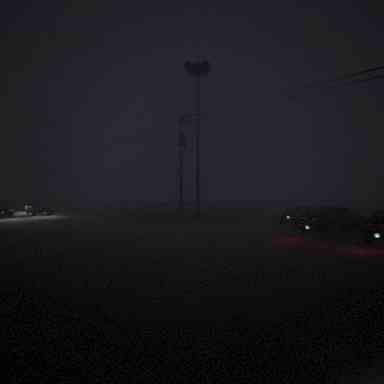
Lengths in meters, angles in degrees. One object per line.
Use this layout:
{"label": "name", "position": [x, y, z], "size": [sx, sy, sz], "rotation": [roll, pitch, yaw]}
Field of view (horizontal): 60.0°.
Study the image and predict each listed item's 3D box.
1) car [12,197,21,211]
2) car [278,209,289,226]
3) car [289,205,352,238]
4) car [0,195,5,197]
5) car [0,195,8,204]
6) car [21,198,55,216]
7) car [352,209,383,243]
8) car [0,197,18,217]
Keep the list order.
{"label": "car", "position": [-20.802, 1.486, 40.801], "size": [2.128, 1.511, 4.902], "rotation": [0, 0, -36]}
{"label": "car", "position": [7.693, 1.548, 22.131], "size": [4.181, 1.385, 1.994], "rotation": [0, 0, -36]}
{"label": "car", "position": [7.656, 1.491, 17.806], "size": [4.892, 1.490, 1.837], "rotation": [0, 0, -36]}
{"label": "car", "position": [-26.579, 1.521, 48.823], "size": [1.812, 1.442, 4.674], "rotation": [0, 0, -35]}
{"label": "car", "position": [-34.891, 1.354, 60.401], "size": [1.882, 1.535, 5.008], "rotation": [0, 0, -36]}
{"label": "car", "position": [-15.153, 1.542, 32.974], "size": [2.033, 1.411, 5.357], "rotation": [0, 0, -36]}
{"label": "car", "position": [9.396, 1.491, 14.747], "size": [4.892, 1.490, 1.837], "rotation": [0, 0, -36]}
{"label": "car", "position": [-17.403, 1.502, 30.107], "size": [1.837, 1.490, 4.892], "rotation": [0, 0, -36]}
